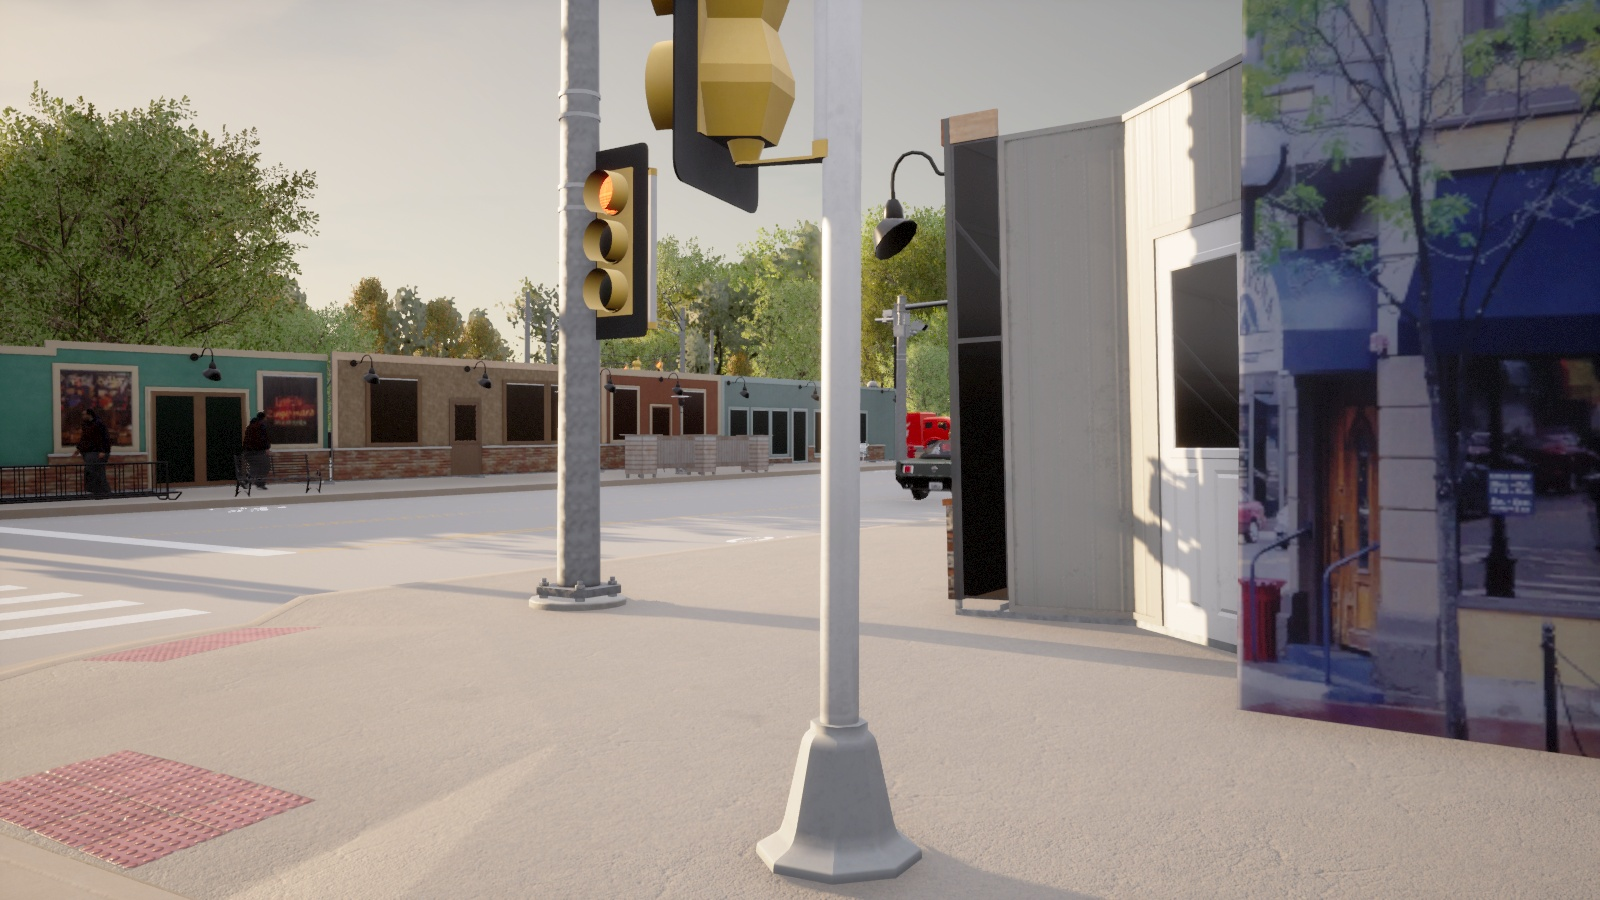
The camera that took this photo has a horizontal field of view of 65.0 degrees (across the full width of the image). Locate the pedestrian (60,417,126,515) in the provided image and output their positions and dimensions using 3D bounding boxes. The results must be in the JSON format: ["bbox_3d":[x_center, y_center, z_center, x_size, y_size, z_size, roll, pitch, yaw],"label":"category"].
[{"bbox_3d":[-13.570,0.292,24.109,0.634,1.844,0.899,0,1,37],"label":"pedestrian"}]

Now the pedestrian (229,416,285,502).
[{"bbox_3d":[-11.922,0.185,27.564,0.634,1.844,0.899,0,1,36],"label":"pedestrian"}]

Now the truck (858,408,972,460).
[{"bbox_3d":[6.028,-0.824,65.672,5.204,2.467,2.627,-3,0,29],"label":"truck"}]

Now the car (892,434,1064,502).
[{"bbox_3d":[3.995,0.335,27.463,1.895,1.301,4.718,0,1,33],"label":"car"}]
